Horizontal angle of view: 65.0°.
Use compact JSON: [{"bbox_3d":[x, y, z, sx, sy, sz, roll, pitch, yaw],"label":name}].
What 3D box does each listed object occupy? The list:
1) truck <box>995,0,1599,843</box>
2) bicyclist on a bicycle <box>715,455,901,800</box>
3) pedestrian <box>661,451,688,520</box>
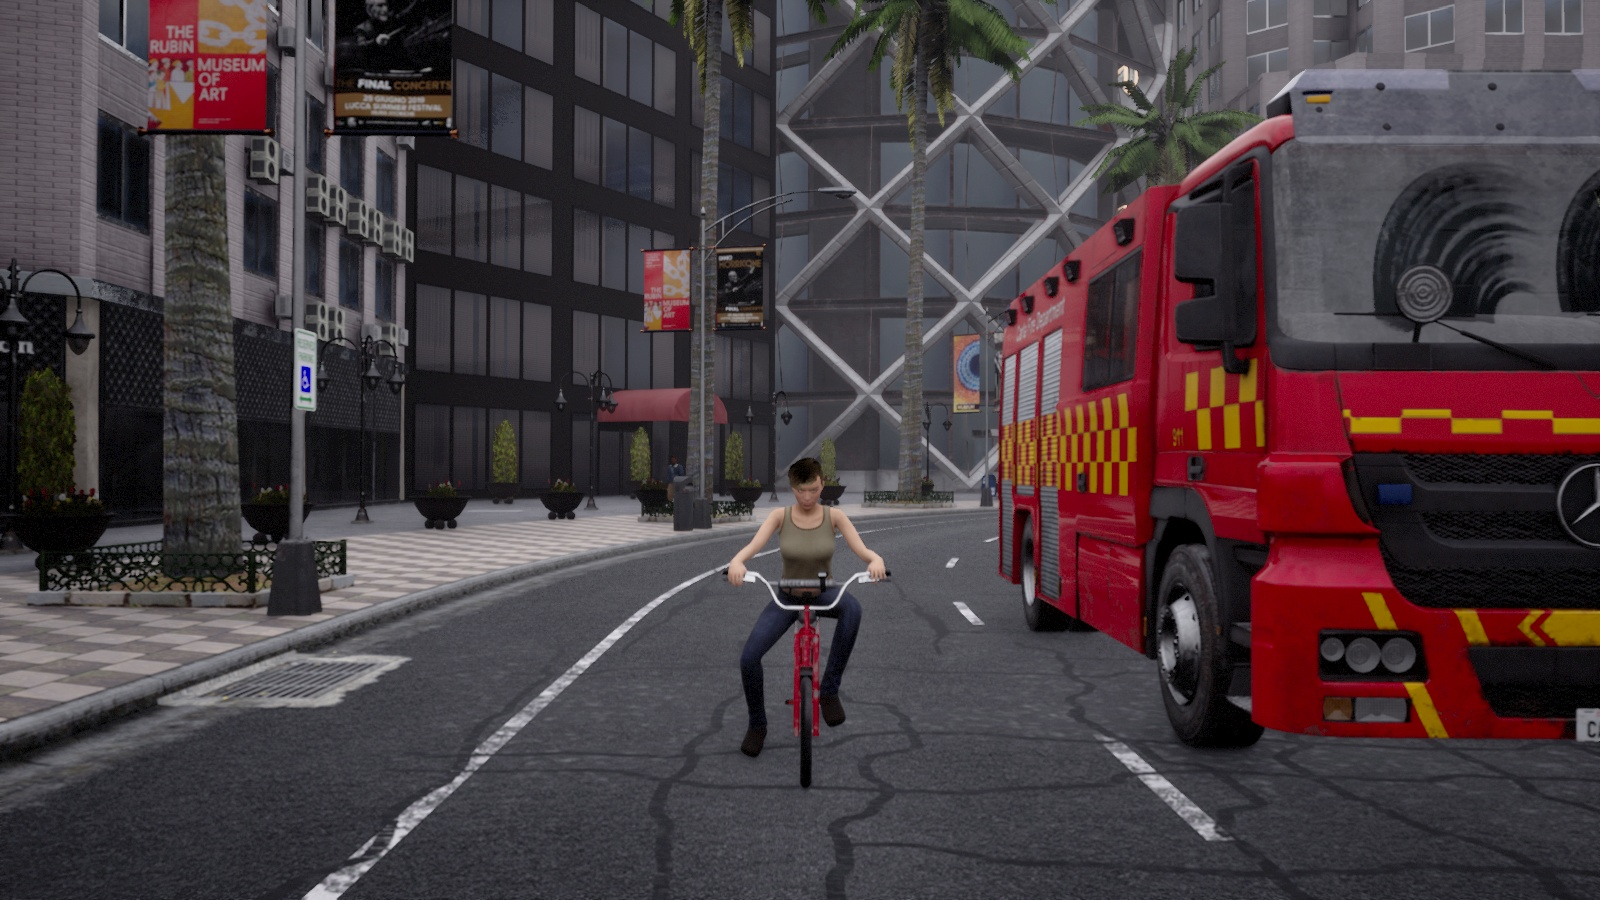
[{"bbox_3d":[3.553,-0.231,9.454,2.891,3.827,8.468,0,-1,0],"label":"truck"},{"bbox_3d":[0.042,0.843,6.641,0.866,1.612,1.509,0,-1,1],"label":"bicyclist on a bicycle"},{"bbox_3d":[-3.586,1.002,35.911,0.423,1.949,0.788,-1,-1,25],"label":"pedestrian"}]
